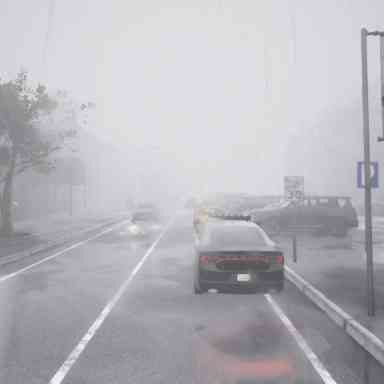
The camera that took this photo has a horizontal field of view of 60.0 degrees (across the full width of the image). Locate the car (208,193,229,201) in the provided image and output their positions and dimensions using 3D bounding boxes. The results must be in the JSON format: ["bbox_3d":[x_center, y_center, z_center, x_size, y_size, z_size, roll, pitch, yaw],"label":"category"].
[{"bbox_3d":[5.768,1.010,73.578,4.553,1.767,2.185,0,1,0],"label":"car"}]

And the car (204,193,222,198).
[{"bbox_3d":[5.839,0.989,93.202,4.792,1.488,2.163,0,1,0],"label":"car"}]

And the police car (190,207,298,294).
[{"bbox_3d":[0.992,1.422,8.914,1.930,1.638,5.238,0,0,0],"label":"police car"}]

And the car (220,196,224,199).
[{"bbox_3d":[5.809,1.468,37.130,4.792,1.488,2.163,0,0,0],"label":"car"}]

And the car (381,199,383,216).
[{"bbox_3d":[18.825,1.211,26.695,5.566,2.045,2.435,0,0,0],"label":"car"}]

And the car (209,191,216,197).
[{"bbox_3d":[5.757,1.110,48.348,5.566,2.045,2.435,0,1,0],"label":"car"}]

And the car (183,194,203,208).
[{"bbox_3d":[0.099,1.426,45.245,2.033,1.411,5.357,0,0,0],"label":"car"}]

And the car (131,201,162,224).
[{"bbox_3d":[-3.302,1.472,24.861,1.837,1.490,4.892,0,0,0],"label":"car"}]

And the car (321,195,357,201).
[{"bbox_3d":[18.890,1.450,40.580,4.792,1.488,2.163,0,0,0],"label":"car"}]

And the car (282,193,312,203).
[{"bbox_3d":[18.902,1.132,60.010,4.553,1.767,2.185,0,1,0],"label":"car"}]

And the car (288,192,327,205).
[{"bbox_3d":[18.897,1.056,54.456,5.566,2.045,2.435,0,1,0],"label":"car"}]

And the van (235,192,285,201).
[{"bbox_3d":[5.890,1.236,25.915,4.442,1.987,1.878,0,0,0],"label":"van"}]

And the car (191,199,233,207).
[{"bbox_3d":[1.011,1.437,19.008,1.801,1.575,5.366,0,0,0],"label":"car"}]

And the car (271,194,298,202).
[{"bbox_3d":[18.882,1.184,68.337,4.892,1.521,2.231,0,1,0],"label":"car"}]

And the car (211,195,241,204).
[{"bbox_3d":[5.784,1.287,56.760,4.892,1.521,2.231,0,1,0],"label":"car"}]

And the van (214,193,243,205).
[{"bbox_3d":[5.905,1.085,53.955,4.442,1.987,1.878,0,1,0],"label":"van"}]

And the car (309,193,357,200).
[{"bbox_3d":[18.834,1.151,43.353,5.566,2.045,2.435,0,0,0],"label":"car"}]

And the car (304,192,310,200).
[{"bbox_3d":[18.893,1.131,46.130,5.566,2.045,2.435,0,1,0],"label":"car"}]

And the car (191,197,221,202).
[{"bbox_3d":[1.023,1.422,25.015,1.801,1.575,5.366,0,0,0],"label":"car"}]

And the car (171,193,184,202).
[{"bbox_3d":[-3.143,1.330,65.655,1.895,1.301,4.718,0,0,1],"label":"car"}]

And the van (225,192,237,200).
[{"bbox_3d":[5.660,1.229,31.525,4.442,1.987,1.878,0,0,0],"label":"van"}]

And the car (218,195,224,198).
[{"bbox_3d":[5.778,1.463,39.938,4.674,1.452,2.002,0,0,0],"label":"car"}]

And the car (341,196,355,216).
[{"bbox_3d":[19.043,1.442,35.025,5.366,1.575,1.946,0,0,0],"label":"car"}]

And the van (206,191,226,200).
[{"bbox_3d":[5.685,0.859,79.184,4.442,1.987,1.878,0,1,0],"label":"van"}]

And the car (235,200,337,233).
[{"bbox_3d":[5.585,1.465,20.309,5.366,1.575,1.946,0,0,0],"label":"car"}]

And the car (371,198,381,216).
[{"bbox_3d":[18.849,1.460,29.470,4.892,1.521,2.231,0,0,0],"label":"car"}]

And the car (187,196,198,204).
[{"bbox_3d":[0.112,1.351,58.663,1.994,1.385,4.181,0,0,0],"label":"car"}]

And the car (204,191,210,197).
[{"bbox_3d":[5.766,0.959,65.168,5.566,2.045,2.435,0,1,0],"label":"car"}]

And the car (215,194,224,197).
[{"bbox_3d":[5.789,1.406,42.741,4.892,1.521,2.231,0,0,0],"label":"car"}]

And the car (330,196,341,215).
[{"bbox_3d":[18.830,1.467,37.797,4.792,1.488,2.163,0,0,0],"label":"car"}]

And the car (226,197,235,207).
[{"bbox_3d":[5.770,1.459,28.718,5.008,1.535,2.097,0,0,0],"label":"car"}]

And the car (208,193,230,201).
[{"bbox_3d":[5.766,1.035,70.775,4.553,1.767,2.185,0,1,0],"label":"car"}]

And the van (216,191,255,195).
[{"bbox_3d":[5.901,1.161,45.547,4.442,1.987,1.878,0,0,0],"label":"van"}]

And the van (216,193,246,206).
[{"bbox_3d":[5.904,1.111,51.152,4.442,1.987,1.878,0,1,0],"label":"van"}]

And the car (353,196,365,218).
[{"bbox_3d":[18.851,1.453,32.248,5.008,1.535,2.097,0,0,0],"label":"car"}]

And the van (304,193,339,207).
[{"bbox_3d":[18.982,1.132,48.906,4.442,1.987,1.878,0,1,0],"label":"van"}]
